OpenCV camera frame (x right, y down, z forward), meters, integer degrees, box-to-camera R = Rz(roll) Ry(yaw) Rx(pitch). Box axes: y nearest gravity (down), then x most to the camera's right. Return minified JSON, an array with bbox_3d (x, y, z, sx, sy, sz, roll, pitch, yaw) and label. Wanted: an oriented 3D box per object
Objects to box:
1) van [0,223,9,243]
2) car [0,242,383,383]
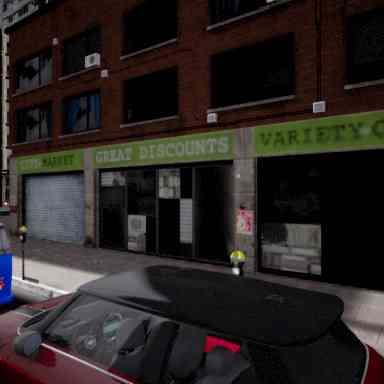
[{"bbox_3d":[-5.087,1.343,6.361,3.998,1.788,1.690,0,0,36],"label":"van"},{"bbox_3d":[-0.457,1.440,3.053,4.097,1.590,1.967,0,0,36],"label":"car"}]
